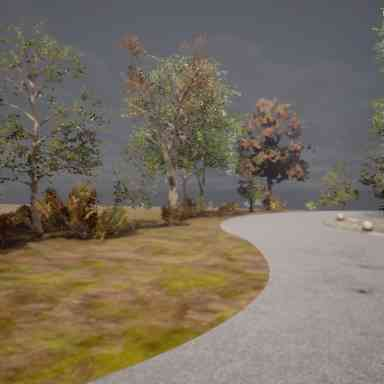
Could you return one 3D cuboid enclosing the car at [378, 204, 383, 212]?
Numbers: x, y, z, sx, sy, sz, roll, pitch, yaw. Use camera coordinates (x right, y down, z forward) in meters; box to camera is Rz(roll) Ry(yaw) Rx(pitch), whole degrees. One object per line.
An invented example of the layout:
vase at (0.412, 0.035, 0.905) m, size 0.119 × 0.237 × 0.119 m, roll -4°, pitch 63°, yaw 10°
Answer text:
car at (22.096, 1.426, 34.386) m, size 5.008 × 1.535 × 1.882 m, roll 0°, pitch -1°, yaw 13°
